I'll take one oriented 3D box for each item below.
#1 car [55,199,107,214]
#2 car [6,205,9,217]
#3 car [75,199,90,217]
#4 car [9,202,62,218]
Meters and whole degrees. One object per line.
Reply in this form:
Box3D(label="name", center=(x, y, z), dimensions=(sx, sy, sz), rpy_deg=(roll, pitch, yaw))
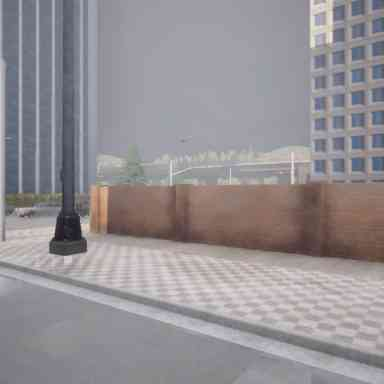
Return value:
Box3D(label="car", center=(-12.396, 1.547, 37.480), dimensions=(2.033, 1.411, 5.357), rpy_deg=(0, 0, 35))
Box3D(label="car", center=(-18.207, 1.547, 29.251), dimensions=(2.033, 1.411, 5.357), rpy_deg=(0, 0, 32))
Box3D(label="car", center=(-8.487, 1.504, 30.519), dimensions=(1.837, 1.490, 4.892), rpy_deg=(0, 0, 35))
Box3D(label="car", center=(-13.404, 1.601, 29.944), dimensions=(1.895, 1.301, 4.718), rpy_deg=(0, 0, 35))
